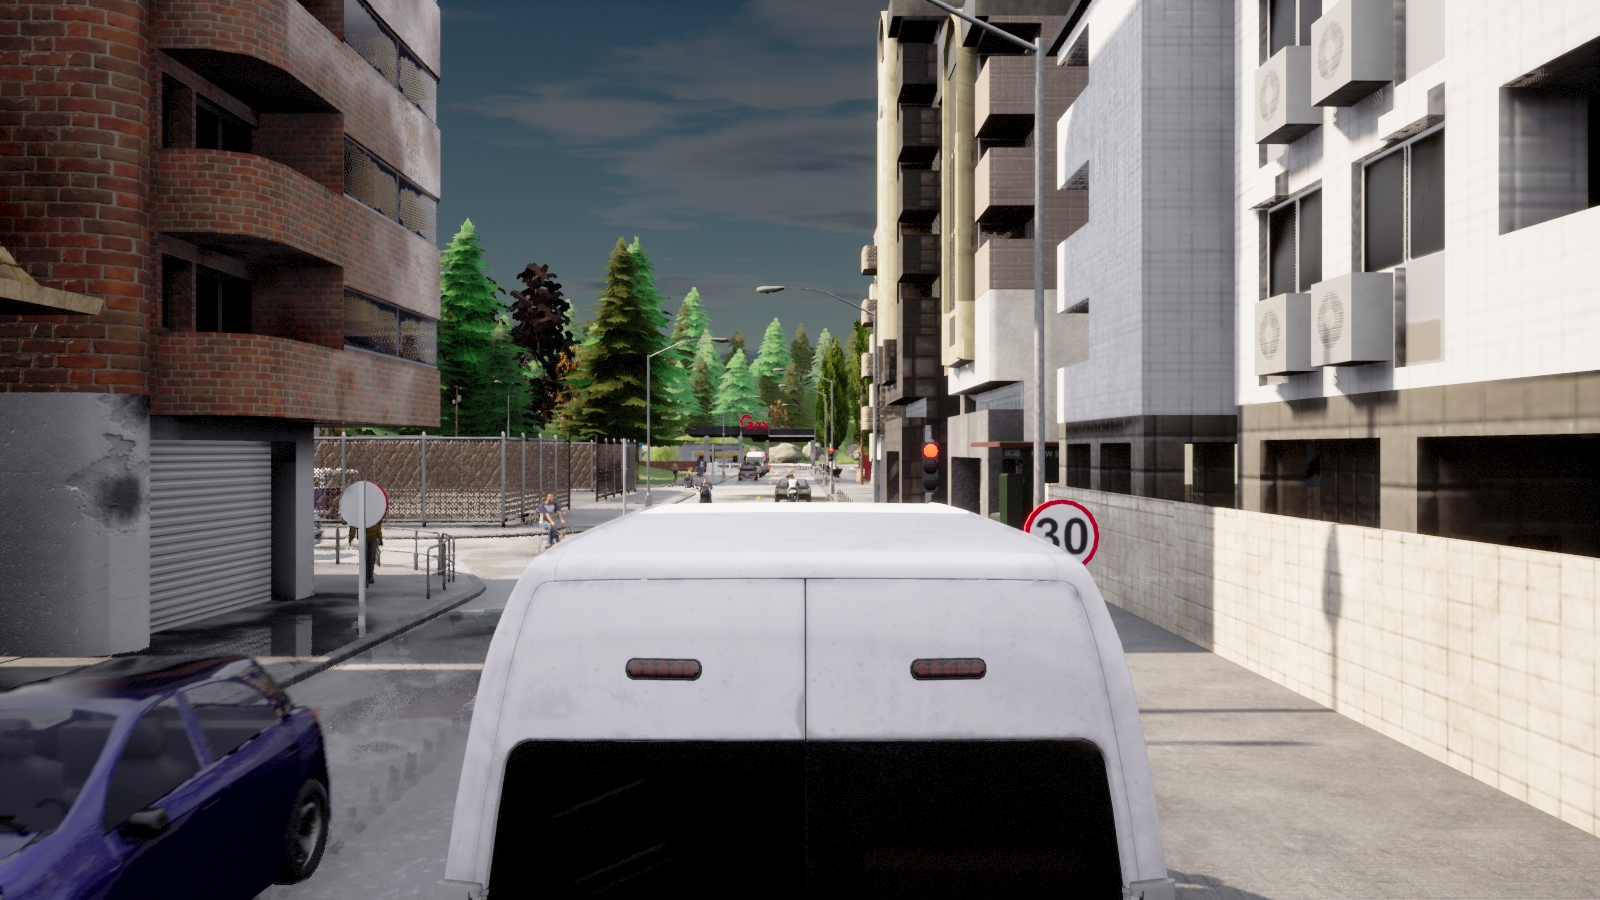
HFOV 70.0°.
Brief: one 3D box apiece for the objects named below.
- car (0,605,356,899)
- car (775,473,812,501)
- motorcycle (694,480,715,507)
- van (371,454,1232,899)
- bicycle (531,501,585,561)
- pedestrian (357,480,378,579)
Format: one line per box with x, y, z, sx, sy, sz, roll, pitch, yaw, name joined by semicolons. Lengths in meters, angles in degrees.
-3.981;1.816;6.066;1.845;1.501;3.633;0;0;0;car
-0.339;1.912;60.159;1.895;1.301;4.718;0;0;0;car
-4.334;1.973;52.180;0.803;1.145;2.033;0;0;0;motorcycle
-0.009;1.312;5.597;1.988;2.561;5.915;0;0;0;van
-5.783;1.925;27.285;0.373;1.296;1.643;-7;5;-43;bicycle
-8.271;1.507;21.862;0.375;1.860;0.375;0;0;-20;pedestrian
